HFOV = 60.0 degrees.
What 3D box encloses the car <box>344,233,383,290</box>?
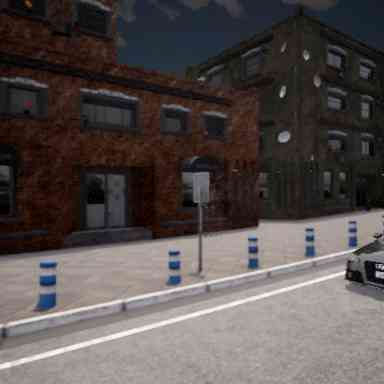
[{"bbox_3d":[5.507,1.479,7.922,4.181,1.385,1.994,-1,1,-35],"label":"car"}]
